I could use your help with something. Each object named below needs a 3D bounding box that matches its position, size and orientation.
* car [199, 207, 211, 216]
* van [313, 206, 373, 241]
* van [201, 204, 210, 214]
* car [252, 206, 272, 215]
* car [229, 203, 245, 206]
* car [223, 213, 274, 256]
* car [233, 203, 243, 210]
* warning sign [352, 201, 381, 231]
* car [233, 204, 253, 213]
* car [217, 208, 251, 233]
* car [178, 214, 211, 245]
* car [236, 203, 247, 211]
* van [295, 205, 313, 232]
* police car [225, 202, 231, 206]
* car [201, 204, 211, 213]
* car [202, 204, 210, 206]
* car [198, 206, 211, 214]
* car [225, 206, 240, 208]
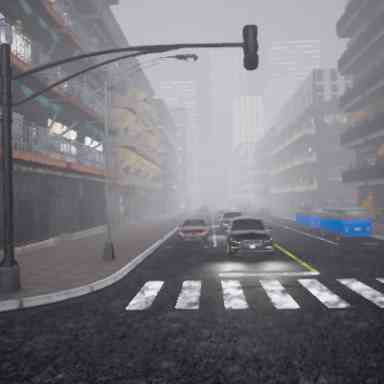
[{"bbox_3d":[2.352,3.341,58.334,2.008,1.369,4.403,-2,-2,3],"label":"car"},{"bbox_3d":[8.485,1.712,18.717,1.690,1.788,3.998,-2,-2,3],"label":"van"},{"bbox_3d":[2.656,3.300,63.932,1.690,1.788,3.998,-2,-2,3],"label":"van"},{"bbox_3d":[10.058,2.796,46.665,1.802,1.307,4.206,-2,-2,3],"label":"car"},{"bbox_3d":[8.339,3.276,62.139,1.812,1.442,4.674,-2,-2,3],"label":"car"},{"bbox_3d":[2.518,1.925,15.211,1.837,1.490,4.892,-2,-2,5],"label":"car"},{"bbox_3d":[12.547,3.882,91.400,2.192,1.841,5.009,-2,-2,3],"label":"car"},{"bbox_3d":[11.013,1.492,21.026,1.300,1.860,1.060,-1,-1,3],"label":"warning sign"},{"bbox_3d":[7.750,3.032,51.580,1.895,1.301,4.718,-2,-2,3],"label":"car"},{"bbox_3d":[3.069,2.226,25.191,1.837,1.490,4.892,-2,-2,3],"label":"car"},{"bbox_3d":[0.166,2.191,19.197,1.802,1.307,4.206,-2,-2,3],"label":"car"},{"bbox_3d":[11.922,3.543,80.218,2.192,1.841,5.009,-2,-2,3],"label":"car"},{"bbox_3d":[8.798,1.881,24.309,1.690,1.788,3.998,-2,-2,3],"label":"van"},{"bbox_3d":[10.660,4.038,91.247,1.930,1.638,5.238,-2,-2,4],"label":"police car"},{"bbox_3d":[3.257,3.613,75.115,2.192,1.841,5.009,-2,-2,3],"label":"car"},{"bbox_3d":[2.035,3.061,52.747,1.967,1.590,4.097,-2,-2,3],"label":"car"},{"bbox_3d":[1.728,3.034,47.152,1.802,1.307,4.206,-2,-2,3],"label":"car"},{"bbox_3d":[3.652,2.581,35.545,2.033,1.411,5.357,-2,-2,3],"label":"car"}]
